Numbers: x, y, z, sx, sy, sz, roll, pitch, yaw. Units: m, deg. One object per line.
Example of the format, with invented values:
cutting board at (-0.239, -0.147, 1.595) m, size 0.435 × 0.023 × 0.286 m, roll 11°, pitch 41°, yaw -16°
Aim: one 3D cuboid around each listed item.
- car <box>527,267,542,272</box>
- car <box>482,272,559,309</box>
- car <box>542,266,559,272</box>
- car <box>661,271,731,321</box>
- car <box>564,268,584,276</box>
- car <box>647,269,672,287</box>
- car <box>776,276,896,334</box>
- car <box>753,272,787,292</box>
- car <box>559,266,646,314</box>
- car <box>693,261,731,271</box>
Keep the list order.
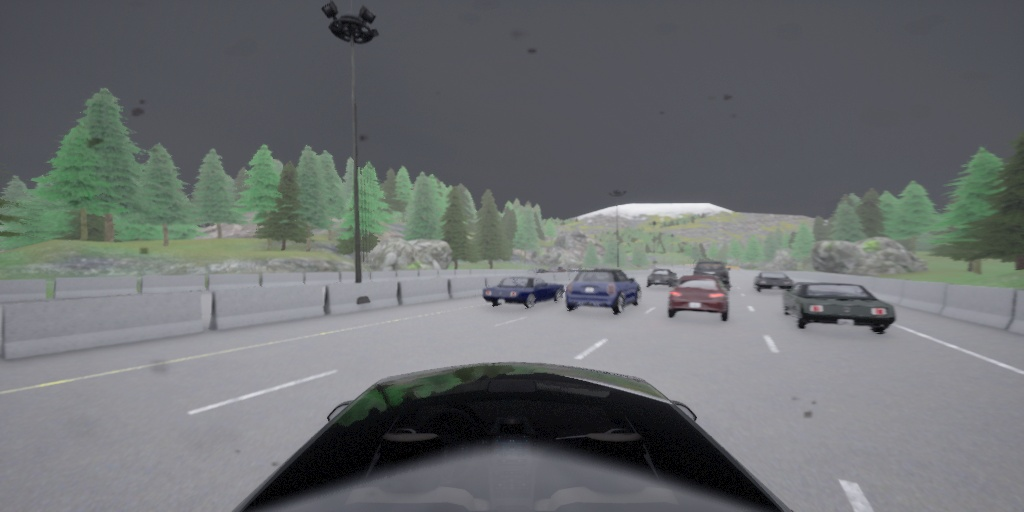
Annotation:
car at (4.364, 2.742, 64.041) m, size 2.128 × 1.511 × 4.902 m, roll -1°, pitch -2°, yaw 31°
car at (0.718, 1.593, 16.498) m, size 1.895 × 1.301 × 4.718 m, roll -1°, pitch -1°, yaw 31°
car at (7.535, 2.566, 62.546) m, size 2.097 × 1.767 × 4.553 m, roll -1°, pitch -2°, yaw 31°
car at (6.957, 1.434, 13.293) m, size 1.812 × 1.442 × 4.674 m, roll -1°, pitch -2°, yaw 31°
car at (10.625, 2.699, 60.904) m, size 1.812 × 1.442 × 4.674 m, roll -1°, pitch -2°, yaw 31°
car at (12.078, 1.762, 28.809) m, size 1.812 × 1.442 × 4.674 m, roll -1°, pitch -1°, yaw 31°
car at (9.759, 1.457, 11.159) m, size 1.895 × 1.301 × 4.718 m, roll -1°, pitch -1°, yaw 31°
car at (17.412, 1.719, 24.101) m, size 1.895 × 1.301 × 4.718 m, roll -1°, pitch -2°, yaw 31°
car at (3.970, 1.305, 15.119) m, size 2.097 × 1.767 × 4.553 m, roll -1°, pitch -1°, yaw 31°
car at (14.135, 1.377, 25.457) m, size 2.150 × 2.045 × 5.566 m, roll -1°, pitch -1°, yaw 31°
